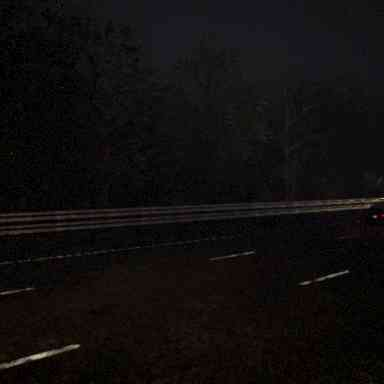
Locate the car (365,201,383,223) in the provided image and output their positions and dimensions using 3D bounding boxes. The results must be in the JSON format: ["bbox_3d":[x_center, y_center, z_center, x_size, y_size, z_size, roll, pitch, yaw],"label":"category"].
[{"bbox_3d":[13.075,1.294,21.676,4.674,1.442,1.812,-1,1,-35],"label":"car"}]
